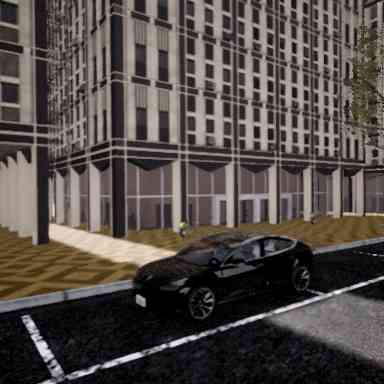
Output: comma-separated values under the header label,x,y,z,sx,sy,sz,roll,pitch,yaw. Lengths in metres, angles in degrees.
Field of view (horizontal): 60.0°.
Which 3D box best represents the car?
label,x,y,z,sx,sy,sz,roll,pitch,yaw
car,0.864,1.554,7.183,4.313,1.339,1.947,0,0,-35
